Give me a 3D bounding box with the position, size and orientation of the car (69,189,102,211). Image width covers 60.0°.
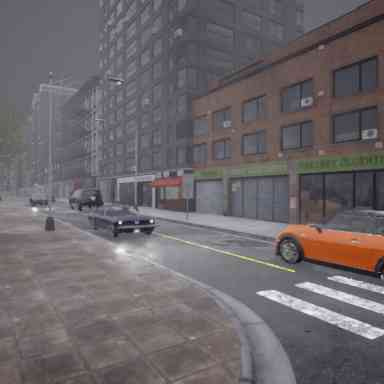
[{"bbox_3d":[-10.436,0.721,32.522,2.150,2.045,5.566,0,0,-32],"label":"car"}]

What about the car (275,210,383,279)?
[{"bbox_3d":[4.454,1.262,9.005,2.097,1.767,4.553,0,1,-32],"label":"car"}]

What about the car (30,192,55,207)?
[{"bbox_3d":[-17.183,0.879,37.732,1.882,1.535,5.008,0,0,-32],"label":"car"}]

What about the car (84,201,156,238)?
[{"bbox_3d":[-3.525,1.327,16.082,1.895,1.301,4.718,0,1,-32],"label":"car"}]

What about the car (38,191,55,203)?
[{"bbox_3d":[-22.740,0.705,51.849,2.097,1.767,4.553,0,0,-29],"label":"car"}]
